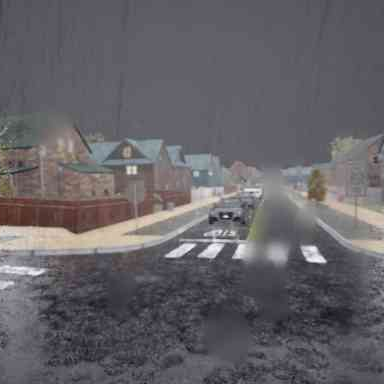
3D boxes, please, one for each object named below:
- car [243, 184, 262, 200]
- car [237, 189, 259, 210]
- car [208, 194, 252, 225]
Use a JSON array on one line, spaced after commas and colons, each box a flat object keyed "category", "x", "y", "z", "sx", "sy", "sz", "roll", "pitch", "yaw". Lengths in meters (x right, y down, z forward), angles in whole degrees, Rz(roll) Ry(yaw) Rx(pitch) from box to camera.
[{"category": "car", "x": 7.974, "y": -0.045, "z": 43.659, "sx": 2.150, "sy": 2.045, "sz": 5.566, "roll": -1, "pitch": 1, "yaw": 14}, {"category": "car", "x": 4.468, "y": 0.742, "z": 28.855, "sx": 1.994, "sy": 1.385, "sz": 4.181, "roll": -1, "pitch": 2, "yaw": 13}, {"category": "car", "x": 2.187, "y": 1.031, "z": 19.181, "sx": 1.994, "sy": 1.385, "sz": 4.181, "roll": -1, "pitch": 1, "yaw": 13}]
